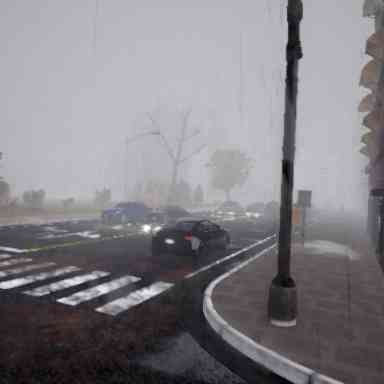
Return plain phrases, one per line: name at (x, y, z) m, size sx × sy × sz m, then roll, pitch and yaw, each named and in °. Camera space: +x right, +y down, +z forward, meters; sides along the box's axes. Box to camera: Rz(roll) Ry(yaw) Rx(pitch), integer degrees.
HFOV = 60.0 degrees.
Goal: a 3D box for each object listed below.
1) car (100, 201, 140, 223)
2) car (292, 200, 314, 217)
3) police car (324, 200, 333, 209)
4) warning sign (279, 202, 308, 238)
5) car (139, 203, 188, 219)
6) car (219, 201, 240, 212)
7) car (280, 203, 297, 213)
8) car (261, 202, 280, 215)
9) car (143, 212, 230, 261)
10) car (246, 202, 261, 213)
car at (-4.980, 1.462, 25.784) m, size 1.882 × 1.535 × 5.008 m, roll 2°, pitch 0°, yaw 26°
car at (14.278, 2.075, 42.685) m, size 2.150 × 2.045 × 5.566 m, roll 2°, pitch 0°, yaw 25°
police car at (34.080, 3.246, 83.246) m, size 1.930 × 1.638 × 5.238 m, roll 2°, pitch 0°, yaw 23°
warning sign at (5.741, 1.540, 18.791) m, size 1.300 × 1.860 × 1.060 m, roll 2°, pitch 0°, yaw 26°
car at (-1.744, 1.685, 25.020) m, size 1.994 × 1.385 × 4.181 m, roll 2°, pitch 0°, yaw 26°
car at (5.388, 1.990, 46.960) m, size 1.837 × 1.490 × 4.892 m, roll 2°, pitch -1°, yaw 26°
car at (15.211, 2.444, 52.216) m, size 1.812 × 1.442 × 4.674 m, roll 2°, pitch 0°, yaw 26°
car at (10.905, 2.063, 43.238) m, size 2.097 × 1.767 × 4.553 m, roll 2°, pitch 0°, yaw 26°
car at (0.078, 1.731, 13.359) m, size 1.994 × 1.385 × 4.181 m, roll 2°, pitch 0°, yaw 25°
car at (9.318, 2.201, 47.573) m, size 2.033 × 1.411 × 5.357 m, roll 2°, pitch 0°, yaw 26°
